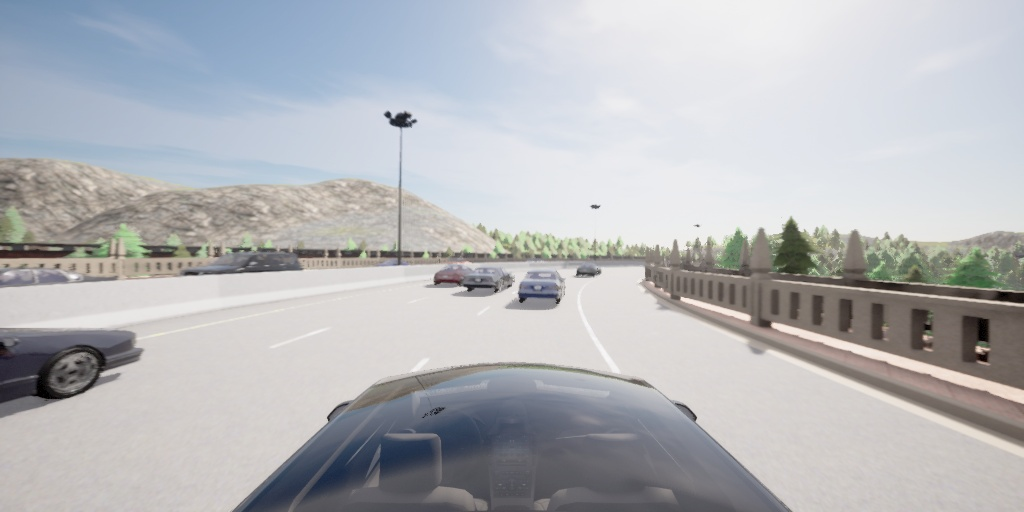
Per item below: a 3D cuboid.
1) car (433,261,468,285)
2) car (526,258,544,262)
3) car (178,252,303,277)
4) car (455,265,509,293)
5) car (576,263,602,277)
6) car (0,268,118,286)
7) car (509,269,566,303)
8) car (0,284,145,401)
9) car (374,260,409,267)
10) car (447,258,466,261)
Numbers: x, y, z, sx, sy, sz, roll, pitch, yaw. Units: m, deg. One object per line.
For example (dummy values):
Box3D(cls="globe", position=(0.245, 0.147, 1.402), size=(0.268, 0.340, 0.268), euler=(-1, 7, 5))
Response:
Box3D(cls="car", position=(-3.774, 1.270, 24.873), size=(1.994, 1.385, 4.181), euler=(1, 0, 14))
Box3D(cls="car", position=(3.467, 1.138, 58.086), size=(2.097, 1.767, 4.553), euler=(1, 0, 34))
Box3D(cls="car", position=(-12.719, 0.827, 17.293), size=(2.150, 2.045, 5.566), euler=(1, 0, 10))
Box3D(cls="car", position=(-1.217, 1.283, 20.925), size=(2.033, 1.411, 5.357), euler=(1, 0, 13))
Box3D(cls="car", position=(8.106, 1.406, 37.568), size=(1.994, 1.385, 4.181), euler=(1, 0, 25))
Box3D(cls="car", position=(-16.937, 1.104, 12.128), size=(2.033, 1.411, 5.357), euler=(1, 0, 6))
Box3D(cls="car", position=(1.483, 1.314, 16.791), size=(2.033, 1.411, 5.357), euler=(1, 0, 11))
Box3D(cls="car", position=(-6.859, 1.219, 3.230), size=(2.033, 1.411, 5.357), euler=(1, 0, 1))
Box3D(cls="car", position=(-13.565, 1.120, 40.545), size=(1.812, 1.442, 4.674), euler=(1, 0, 22))
Box3D(cls="car", position=(-7.392, 1.016, 45.980), size=(2.097, 1.767, 4.553), euler=(1, 0, 25))
